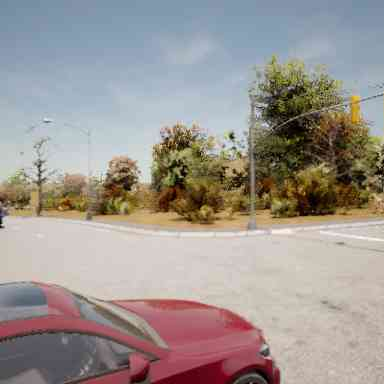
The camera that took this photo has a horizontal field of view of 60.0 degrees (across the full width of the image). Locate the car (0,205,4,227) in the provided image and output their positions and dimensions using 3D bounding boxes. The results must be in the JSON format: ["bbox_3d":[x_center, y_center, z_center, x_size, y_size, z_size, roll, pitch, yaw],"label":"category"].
[{"bbox_3d":[-14.866,1.453,23.502,2.150,2.045,5.566,0,-2,-38],"label":"car"}]

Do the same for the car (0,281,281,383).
[{"bbox_3d":[-1.332,1.520,2.679,4.674,1.442,1.812,0,0,-35],"label":"car"}]
